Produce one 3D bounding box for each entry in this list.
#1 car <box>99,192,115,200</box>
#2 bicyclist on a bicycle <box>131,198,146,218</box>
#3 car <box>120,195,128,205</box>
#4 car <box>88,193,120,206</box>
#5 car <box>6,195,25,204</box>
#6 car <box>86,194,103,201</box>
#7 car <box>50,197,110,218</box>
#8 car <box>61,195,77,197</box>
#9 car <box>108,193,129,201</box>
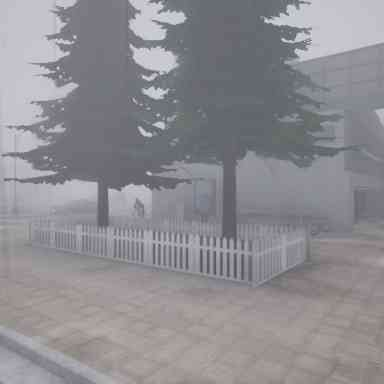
[{"bbox_3d":[-20.970,1.048,82.082,3.866,1.878,1.905,0,0,36],"label":"car"},{"bbox_3d":[-4.164,1.277,25.746,1.656,1.620,0.582,0,0,36],"label":"bicyclist on a bicycle"},{"bbox_3d":[-11.912,1.059,51.668,3.866,1.878,1.905,0,0,36],"label":"car"},{"bbox_3d":[-13.292,1.080,49.079,4.605,1.855,1.932,0,0,36],"label":"car"},{"bbox_3d":[-30.402,1.294,57.102,3.633,1.501,1.845,0,0,36],"label":"car"},{"bbox_3d":[-23.425,1.332,79.758,3.806,1.475,1.970,0,0,36],"label":"car"},{"bbox_3d":[-10.294,1.464,30.039,2.128,1.511,4.902,0,0,36],"label":"car"},{"bbox_3d":[-24.475,1.272,65.147,4.514,1.523,2.007,0,0,36],"label":"car"},{"bbox_3d":[-16.554,1.072,74.788,4.605,1.855,1.932,0,0,36],"label":"car"}]
